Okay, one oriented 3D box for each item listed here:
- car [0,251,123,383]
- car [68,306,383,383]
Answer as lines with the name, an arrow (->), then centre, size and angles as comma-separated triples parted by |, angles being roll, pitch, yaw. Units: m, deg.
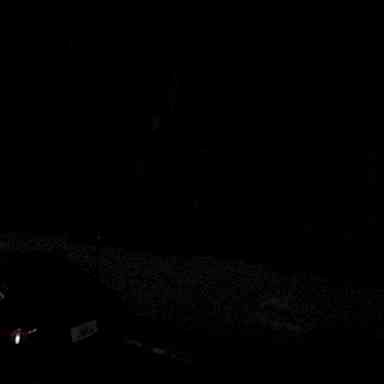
car -> -2.871, 1.562, 4.883 | 4.313, 1.339, 1.947 | 0, 0, 36
car -> 1.522, 1.566, 1.720 | 4.313, 1.339, 1.947 | 0, 0, 36
